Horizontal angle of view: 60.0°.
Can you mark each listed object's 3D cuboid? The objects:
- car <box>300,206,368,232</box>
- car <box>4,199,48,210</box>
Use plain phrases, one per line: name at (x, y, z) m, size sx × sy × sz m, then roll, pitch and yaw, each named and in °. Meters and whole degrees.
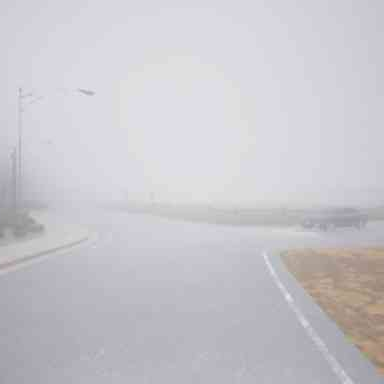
car at (9.188, 1.661, 21.412) m, size 4.892 × 1.490 × 1.837 m, roll 0°, pitch 1°, yaw -26°
car at (-22.209, 1.684, 44.584) m, size 5.357 × 1.411 × 2.033 m, roll 0°, pitch 0°, yaw -20°
